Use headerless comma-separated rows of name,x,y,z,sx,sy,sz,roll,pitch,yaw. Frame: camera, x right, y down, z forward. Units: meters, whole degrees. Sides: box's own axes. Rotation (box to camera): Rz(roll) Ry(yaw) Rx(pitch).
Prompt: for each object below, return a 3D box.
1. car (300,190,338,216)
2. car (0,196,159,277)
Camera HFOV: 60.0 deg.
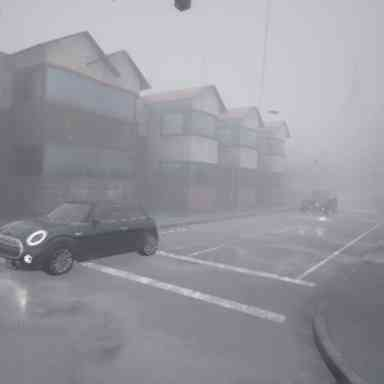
car,11.490,0.872,29.820,2.150,2.045,5.566,4,4,35
car,-3.009,0.997,9.385,2.097,1.767,4.553,4,2,35
